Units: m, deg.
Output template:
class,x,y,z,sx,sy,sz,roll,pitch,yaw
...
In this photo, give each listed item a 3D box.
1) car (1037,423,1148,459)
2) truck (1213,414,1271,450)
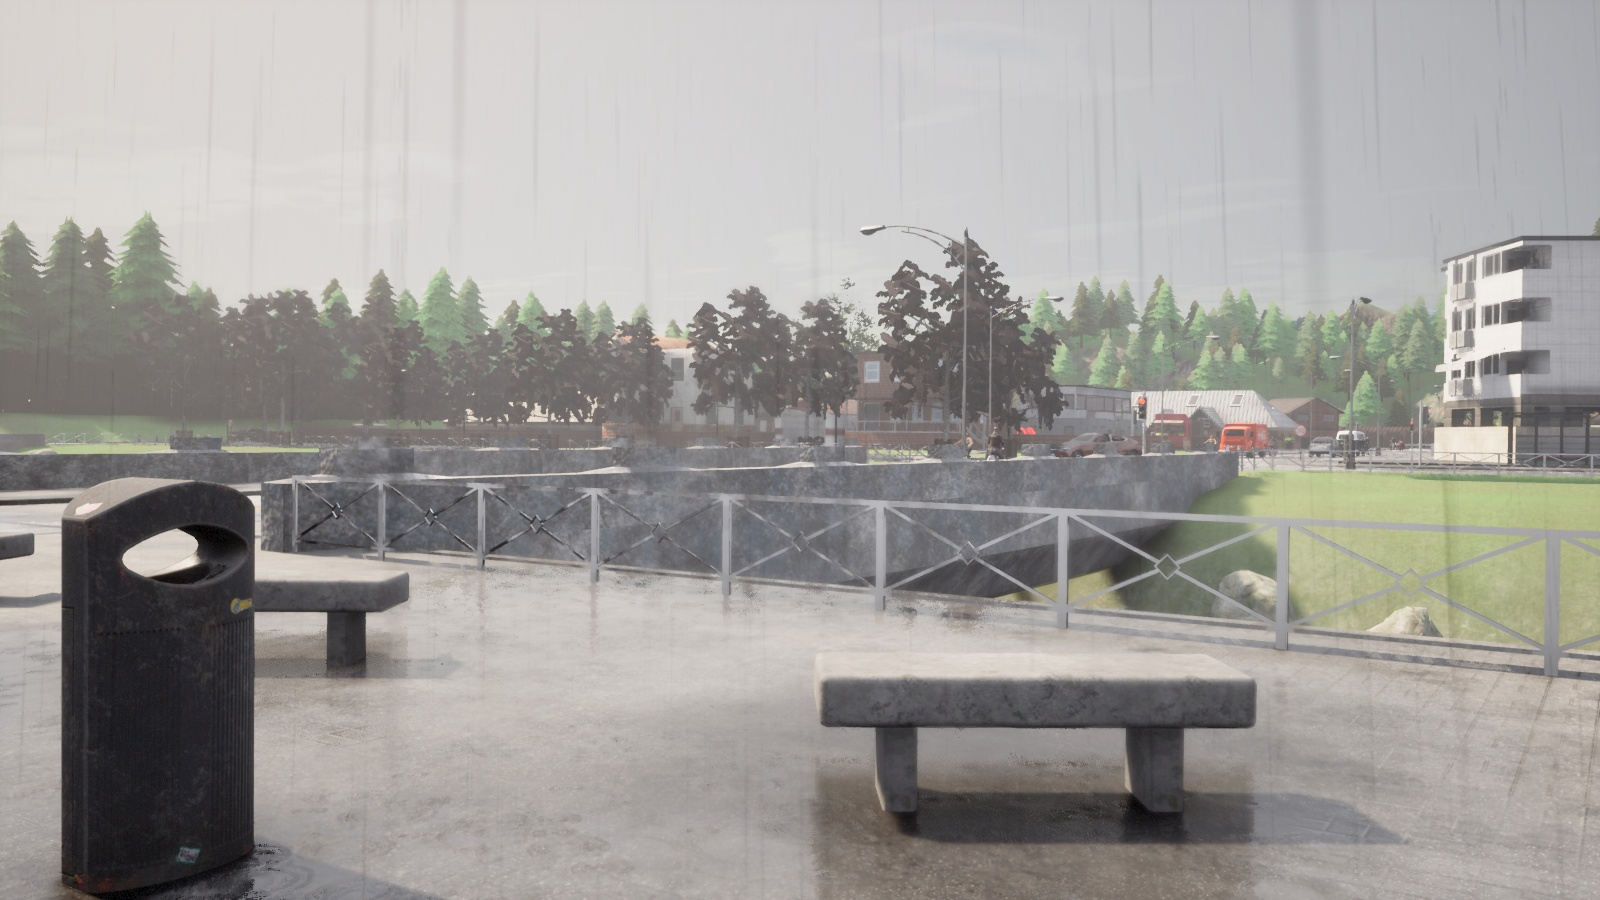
class,x,y,z,sx,sy,sz,roll,pitch,yaw
car,14.377,-0.462,61.639,5.027,1.651,2.152,-1,1,-25
truck,31.226,-1.248,88.597,2.627,2.467,5.204,0,1,34
